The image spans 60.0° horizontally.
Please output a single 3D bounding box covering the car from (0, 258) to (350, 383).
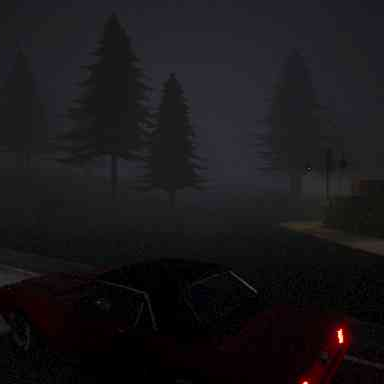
[{"bbox_3d":[-0.624,1.601,4.434,4.718,1.301,1.895,0,0,36],"label":"car"}]
